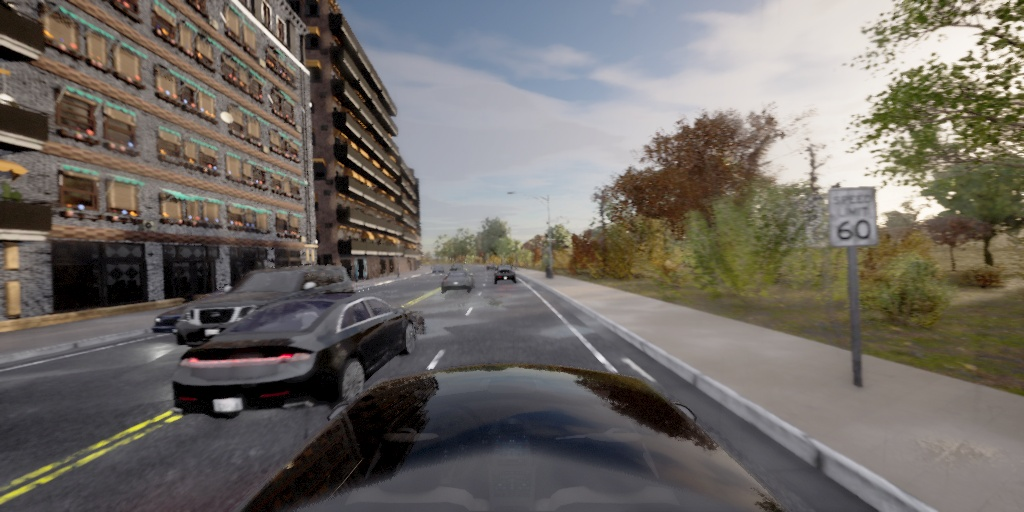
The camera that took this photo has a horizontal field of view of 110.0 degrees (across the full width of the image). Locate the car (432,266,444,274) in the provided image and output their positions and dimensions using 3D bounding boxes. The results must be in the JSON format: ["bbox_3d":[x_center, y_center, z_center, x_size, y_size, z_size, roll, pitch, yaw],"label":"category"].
[{"bbox_3d":[-12.830,2.408,62.716,2.033,1.411,5.357,-2,0,-5],"label":"car"}]

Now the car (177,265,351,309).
[{"bbox_3d":[-6.621,1.337,10.599,2.150,2.045,5.566,-2,-1,-1],"label":"car"}]

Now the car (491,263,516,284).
[{"bbox_3d":[-0.657,1.564,31.530,1.837,1.490,4.892,-2,-1,-3],"label":"car"}]

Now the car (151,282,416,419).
[{"bbox_3d":[-3.099,1.416,6.294,2.128,1.511,4.902,-2,-1,-1],"label":"car"}]

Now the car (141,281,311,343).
[{"bbox_3d":[-9.910,1.828,13.228,2.033,1.411,5.357,-2,-1,-1],"label":"car"}]

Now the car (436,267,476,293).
[{"bbox_3d":[-3.583,1.681,24.339,1.994,1.385,4.181,-2,-1,-2],"label":"car"}]

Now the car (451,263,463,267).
[{"bbox_3d":[-9.631,2.080,63.144,2.097,1.767,4.553,-2,-1,-5],"label":"car"}]
